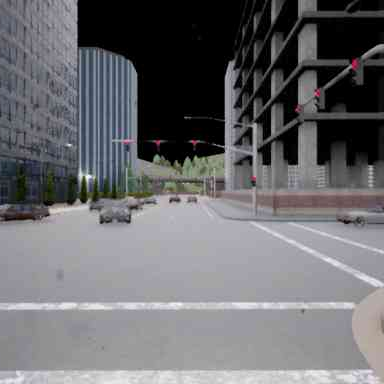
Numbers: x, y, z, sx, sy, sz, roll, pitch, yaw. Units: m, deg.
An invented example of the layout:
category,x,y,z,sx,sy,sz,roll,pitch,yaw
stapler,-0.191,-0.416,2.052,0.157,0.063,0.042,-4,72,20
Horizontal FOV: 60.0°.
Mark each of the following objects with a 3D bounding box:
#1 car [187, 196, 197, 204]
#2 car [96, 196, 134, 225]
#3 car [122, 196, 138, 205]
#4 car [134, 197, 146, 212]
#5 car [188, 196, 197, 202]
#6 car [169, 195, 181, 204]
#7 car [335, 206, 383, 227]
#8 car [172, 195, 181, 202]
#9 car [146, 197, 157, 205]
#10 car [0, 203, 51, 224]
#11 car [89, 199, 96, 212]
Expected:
category,x,y,z,sx,sy,sz,roll,pitch,yaw
car,0.045,1.450,64.804,2.128,1.511,4.902,0,0,0
car,-5.520,1.314,23.733,2.097,1.767,4.553,0,0,-14
car,-10.533,1.489,56.948,1.812,1.442,4.674,0,0,0
car,-7.069,1.452,39.421,1.882,1.535,5.008,0,0,0
car,0.051,1.532,73.910,1.895,1.301,4.718,0,0,0
car,-3.455,1.464,64.808,1.837,1.490,4.892,0,0,0
car,11.894,1.532,21.472,4.718,1.301,1.895,0,0,0
car,-3.449,1.461,73.882,1.812,1.442,4.674,0,0,0
car,-7.039,1.528,56.163,1.994,1.385,4.181,0,0,0
car,-12.810,1.506,23.841,2.033,1.411,5.357,0,0,28
car,-10.570,1.479,38.818,1.837,1.490,4.892,0,0,0
